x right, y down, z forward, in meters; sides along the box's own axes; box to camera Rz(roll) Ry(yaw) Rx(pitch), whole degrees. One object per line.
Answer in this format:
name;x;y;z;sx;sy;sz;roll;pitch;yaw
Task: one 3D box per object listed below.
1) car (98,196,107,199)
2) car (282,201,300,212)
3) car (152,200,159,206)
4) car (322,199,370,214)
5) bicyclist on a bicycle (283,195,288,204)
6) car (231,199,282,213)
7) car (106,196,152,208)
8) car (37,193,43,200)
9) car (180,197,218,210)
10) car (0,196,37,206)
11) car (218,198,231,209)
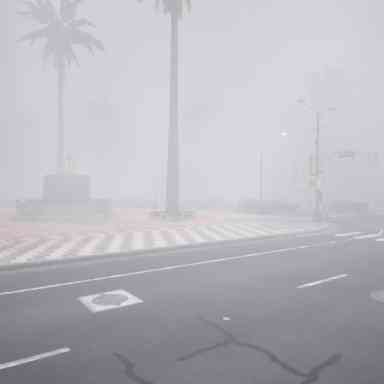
car;-15.835;1.492;59.127;4.902;1.511;2.128;0;0;2
car;9.974;1.601;38.462;1.895;1.301;4.718;0;0;-39
car;-7.200;1.564;50.547;4.181;1.385;1.994;0;0;16
car;16.548;1.505;36.042;1.837;1.490;4.892;0;0;-36
bicyclist on a bicycle;15.278;1.301;54.491;0.582;1.620;1.656;0;0;42
car;7.033;1.505;36.528;1.837;1.490;4.892;0;0;-39
car;-8.948;1.547;47.556;5.357;1.411;2.033;0;0;14
car;-26.043;1.221;58.561;5.566;2.045;2.150;0;0;-10
car;0.566;1.526;42.941;4.674;1.442;1.812;0;0;34
car;-28.646;1.505;54.335;4.892;1.490;1.837;0;0;-14
car;3.427;1.505;45.098;4.892;1.490;1.837;0;0;36
